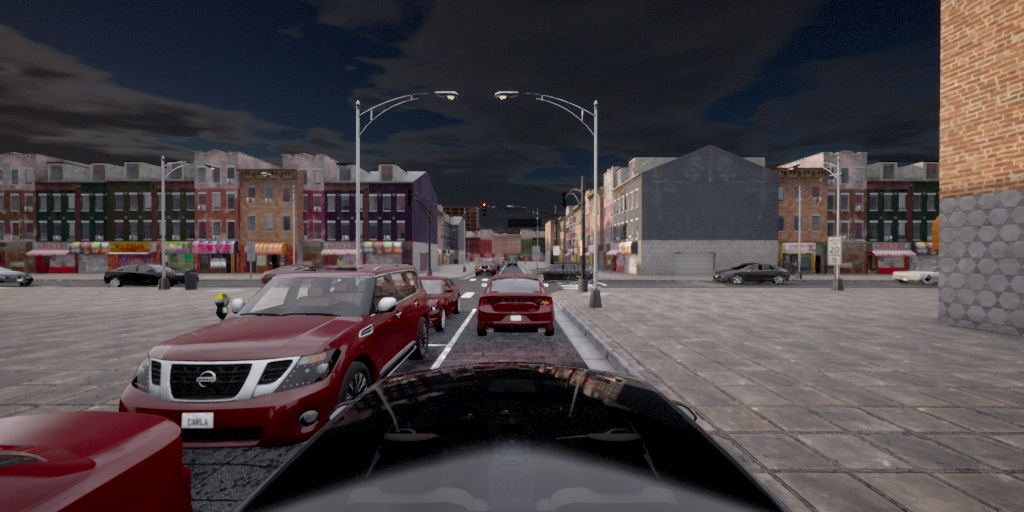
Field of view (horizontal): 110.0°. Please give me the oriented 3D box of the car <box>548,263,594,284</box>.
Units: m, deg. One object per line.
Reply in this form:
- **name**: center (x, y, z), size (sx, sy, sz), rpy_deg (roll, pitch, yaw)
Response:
- **car**: center (3.719, 1.249, 26.901), size (4.892, 1.490, 1.837), rpy_deg (0, 1, 16)

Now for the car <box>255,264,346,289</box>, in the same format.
- **car**: center (-13.352, 1.277, 22.860), size (4.674, 1.442, 1.812), rpy_deg (0, 0, -1)

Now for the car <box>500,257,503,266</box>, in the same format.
- **car**: center (-2.666, 1.079, 48.226), size (2.192, 1.841, 5.009), rpy_deg (0, 0, 0)

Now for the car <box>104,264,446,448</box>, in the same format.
- **car**: center (-2.641, 1.064, 5.529), size (2.192, 1.841, 5.009), rpy_deg (0, 0, 0)

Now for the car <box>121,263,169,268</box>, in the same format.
- **car**: center (-22.808, 1.220, 22.834), size (5.008, 1.535, 1.882), rpy_deg (0, 0, 0)

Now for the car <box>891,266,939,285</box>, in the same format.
- **car**: center (30.416, 1.387, 25.717), size (4.718, 1.301, 1.895), rpy_deg (0, 0, 0)

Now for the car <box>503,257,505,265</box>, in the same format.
- **car**: center (-2.675, 1.334, 64.506), size (2.007, 1.370, 4.403), rpy_deg (0, 0, 0)

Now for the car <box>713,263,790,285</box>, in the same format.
- **car**: center (17.101, 1.271, 25.737), size (4.892, 1.490, 1.837), rpy_deg (0, 0, 0)

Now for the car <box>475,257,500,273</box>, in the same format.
- **car**: center (-2.659, 1.071, 37.372), size (2.192, 1.841, 5.009), rpy_deg (0, 0, 0)

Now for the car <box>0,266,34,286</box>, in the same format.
- **car**: center (-33.653, 1.265, 22.848), size (4.674, 1.442, 1.812), rpy_deg (0, 0, 0)

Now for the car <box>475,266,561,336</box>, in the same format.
- **car**: center (0.091, 1.226, 10.427), size (1.882, 1.535, 5.008), rpy_deg (0, 0, 0)

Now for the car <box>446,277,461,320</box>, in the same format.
- **car**: center (-2.644, 1.294, 10.963), size (1.888, 1.381, 4.507), rpy_deg (0, 0, 0)
